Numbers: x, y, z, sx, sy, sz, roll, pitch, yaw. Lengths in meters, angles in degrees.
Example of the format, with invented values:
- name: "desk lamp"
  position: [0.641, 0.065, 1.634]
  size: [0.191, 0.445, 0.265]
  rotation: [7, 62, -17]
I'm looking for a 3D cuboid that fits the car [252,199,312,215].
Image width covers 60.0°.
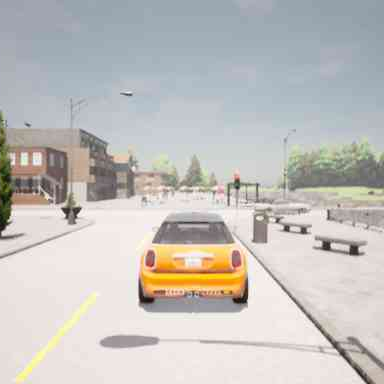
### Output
- name: "car"
  position: [7.702, 1.273, 28.480]
  size: [4.718, 1.301, 1.895]
  rotation: [0, 1, -2]

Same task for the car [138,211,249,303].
- name: "car"
  position: [0.043, 1.257, 8.112]
  size: [2.097, 1.767, 4.553]
  rotation: [0, 1, 1]
